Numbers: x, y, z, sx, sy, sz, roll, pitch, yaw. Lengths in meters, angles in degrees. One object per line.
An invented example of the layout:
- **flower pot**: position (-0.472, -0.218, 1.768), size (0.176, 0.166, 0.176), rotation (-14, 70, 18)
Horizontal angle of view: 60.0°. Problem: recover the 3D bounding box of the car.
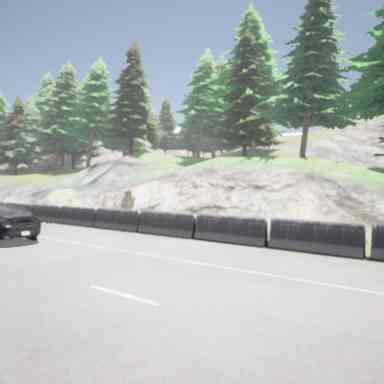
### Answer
- **car**: position (-8.406, 1.317, 14.285), size (4.892, 1.490, 1.837), rotation (1, 0, 35)
